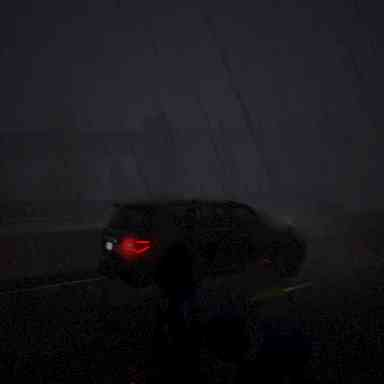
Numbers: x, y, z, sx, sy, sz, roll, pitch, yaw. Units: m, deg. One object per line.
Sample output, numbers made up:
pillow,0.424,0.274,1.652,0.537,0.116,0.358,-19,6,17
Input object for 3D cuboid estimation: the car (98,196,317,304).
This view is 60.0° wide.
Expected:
car,0.481,1.202,8.388,5.566,2.045,2.150,0,0,-36

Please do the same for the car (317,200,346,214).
car,11.456,1.370,29.234,4.718,1.301,1.895,-3,2,-36

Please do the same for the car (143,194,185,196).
car,-2.805,1.183,23.468,5.566,2.045,2.150,0,0,-36

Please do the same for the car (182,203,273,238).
car,2.044,1.436,18.341,5.008,1.535,1.882,0,0,-35
